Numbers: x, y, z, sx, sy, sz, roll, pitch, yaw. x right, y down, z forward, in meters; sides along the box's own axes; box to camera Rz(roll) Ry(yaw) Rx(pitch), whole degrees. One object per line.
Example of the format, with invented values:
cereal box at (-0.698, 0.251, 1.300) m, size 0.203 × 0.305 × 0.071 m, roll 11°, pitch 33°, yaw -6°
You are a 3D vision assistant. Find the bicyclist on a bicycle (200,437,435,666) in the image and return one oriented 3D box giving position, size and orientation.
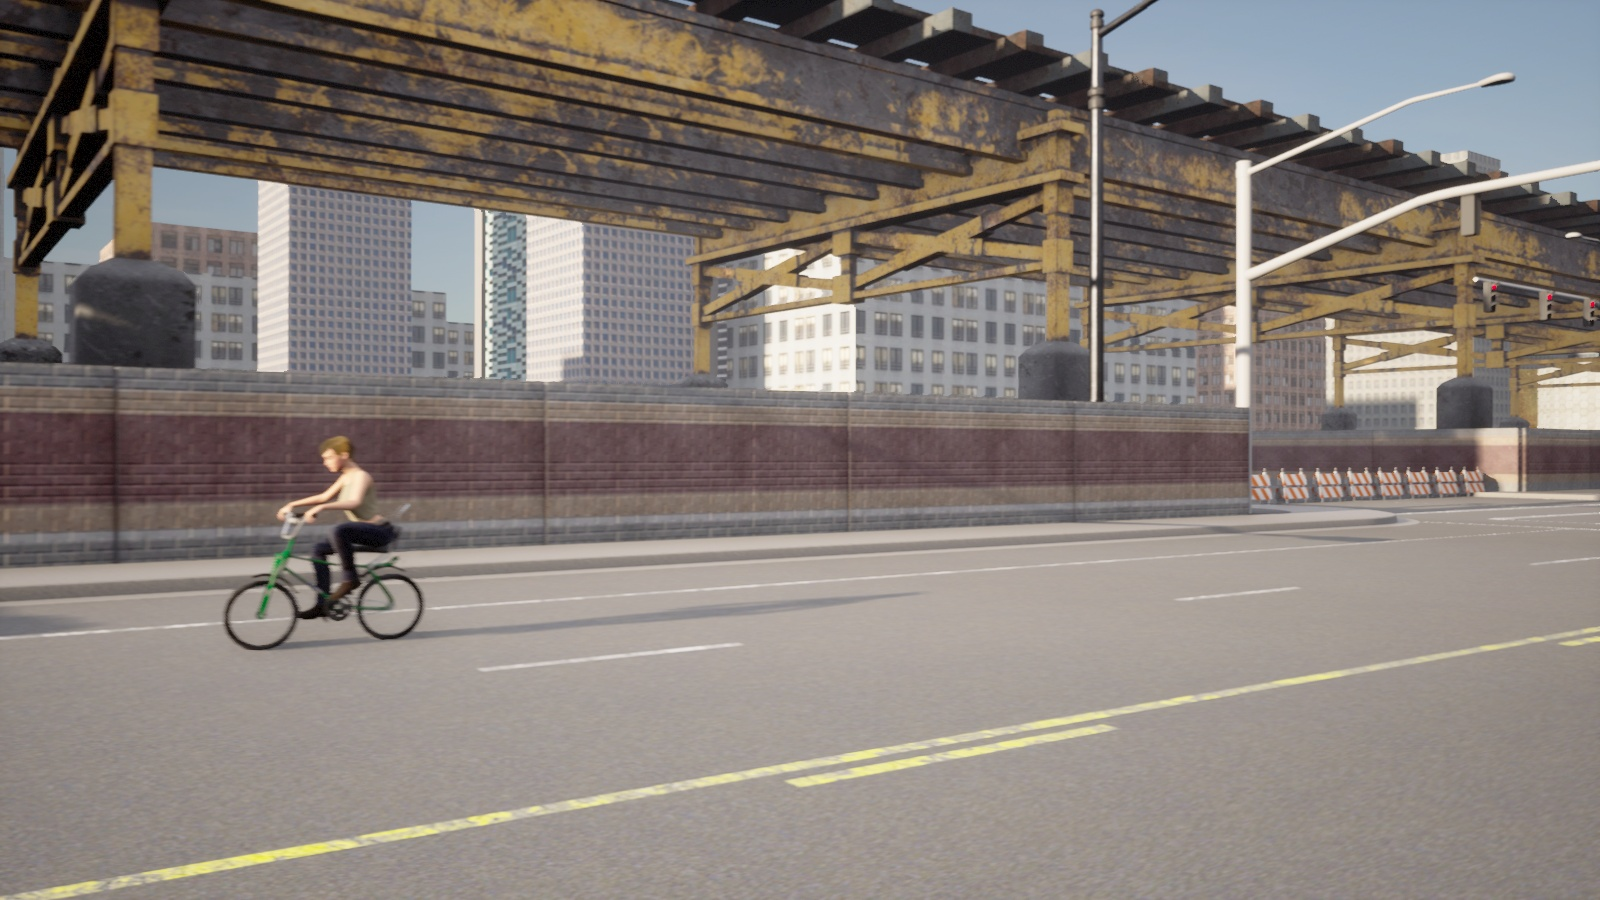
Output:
bicyclist on a bicycle at (-3.689, 0.713, 9.615) m, size 1.509 × 1.612 × 0.866 m, roll 0°, pitch 0°, yaw -35°
